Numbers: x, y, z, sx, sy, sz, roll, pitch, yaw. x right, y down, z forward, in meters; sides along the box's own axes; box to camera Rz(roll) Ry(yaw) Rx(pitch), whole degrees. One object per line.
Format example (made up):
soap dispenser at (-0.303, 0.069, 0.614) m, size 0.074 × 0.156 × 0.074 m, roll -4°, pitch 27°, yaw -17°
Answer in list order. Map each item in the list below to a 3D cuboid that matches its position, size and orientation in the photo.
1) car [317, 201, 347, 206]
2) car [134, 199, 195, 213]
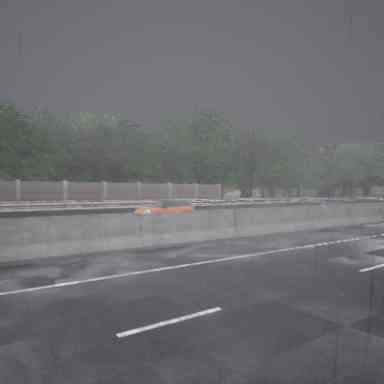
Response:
car at (12.570, 1.550, 30.113) m, size 5.357 × 1.411 × 2.033 m, roll 0°, pitch 0°, yaw -35°
car at (-1.995, 1.351, 24.063) m, size 4.553 × 1.767 × 2.097 m, roll 0°, pitch 0°, yaw -35°
